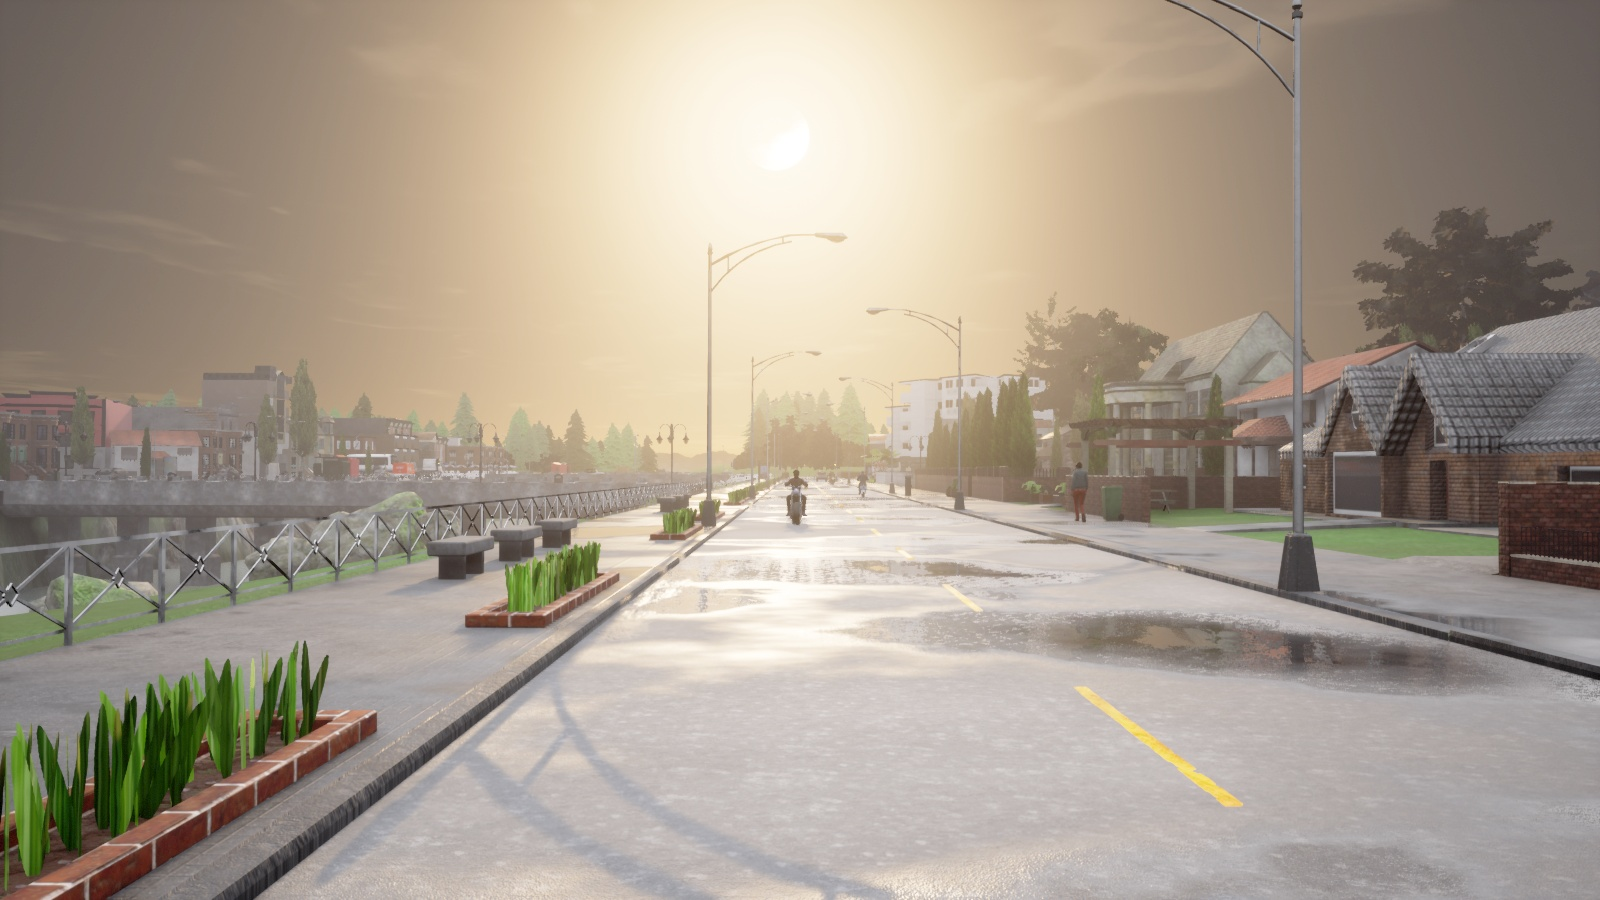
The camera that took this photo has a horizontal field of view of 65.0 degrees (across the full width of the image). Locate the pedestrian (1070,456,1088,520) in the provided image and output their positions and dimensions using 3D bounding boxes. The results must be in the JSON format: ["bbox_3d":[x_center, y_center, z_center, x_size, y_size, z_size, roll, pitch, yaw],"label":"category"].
[{"bbox_3d":[8.200,1.111,36.962,0.353,1.847,0.614,0,-1,-2],"label":"pedestrian"}]

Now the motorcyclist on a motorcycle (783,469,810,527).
[{"bbox_3d":[-0.098,1.381,36.775,0.766,1.649,2.350,0,-1,0],"label":"motorcyclist on a motorcycle"}]
